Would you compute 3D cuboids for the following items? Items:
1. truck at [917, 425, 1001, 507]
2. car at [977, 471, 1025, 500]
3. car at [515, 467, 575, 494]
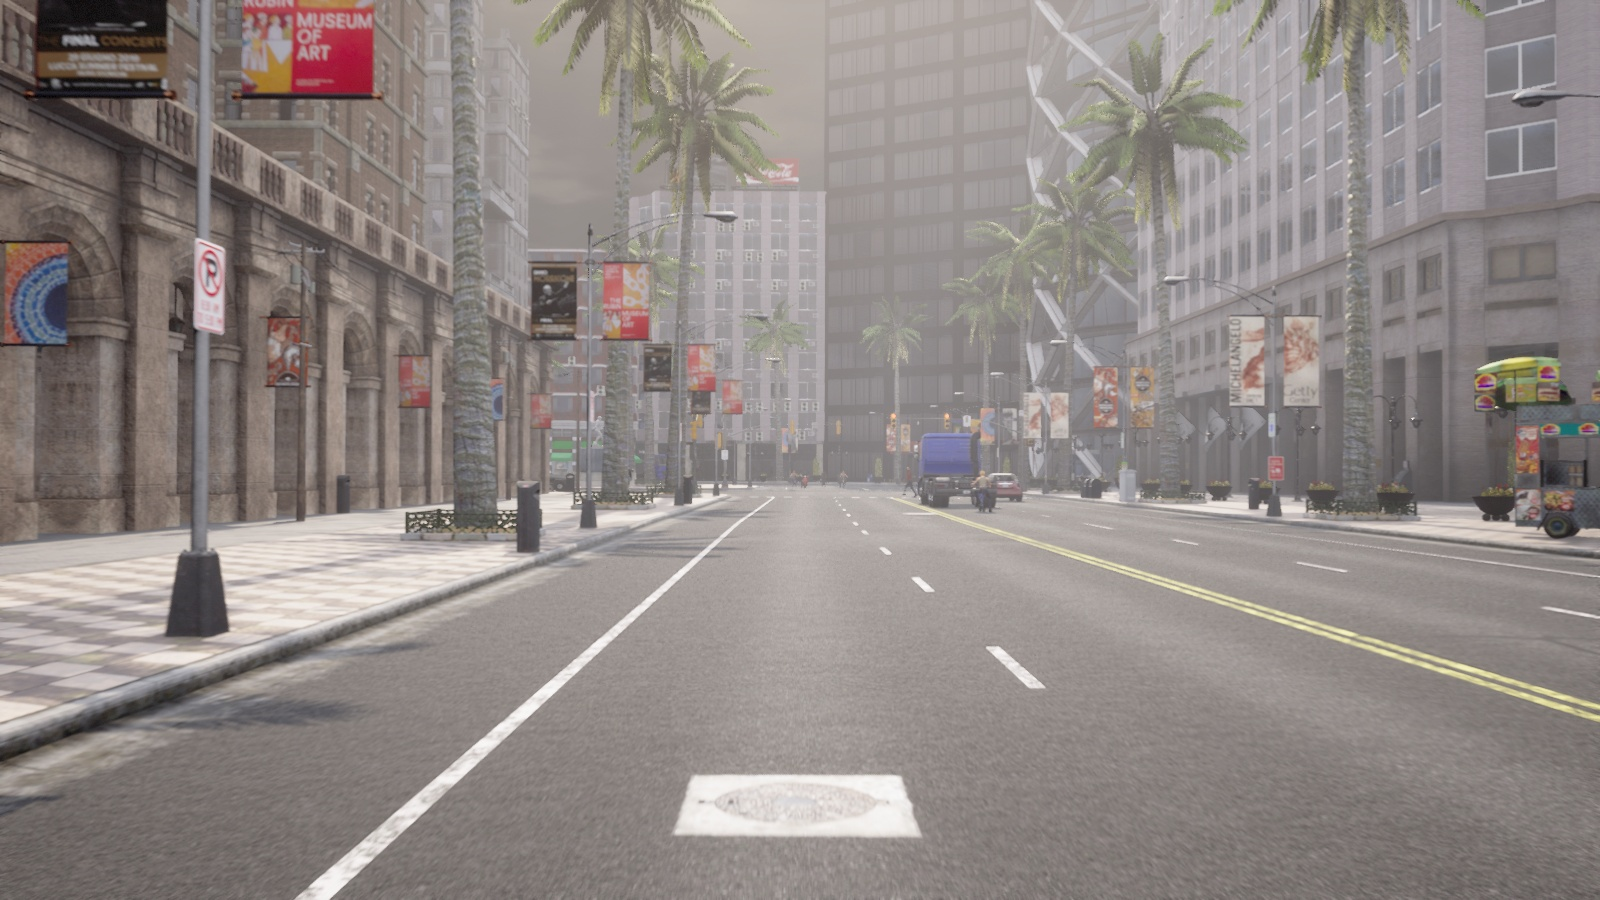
[{"bbox_3d":[7.101,0.762,57.222,2.891,3.462,7.936,0,-1,0],"label":"truck"},{"bbox_3d":[10.688,1.859,67.017,1.970,1.475,3.806,0,-1,1],"label":"car"},{"bbox_3d":[-18.061,2.172,88.950,3.866,1.878,1.905,0,-1,1],"label":"car"}]
